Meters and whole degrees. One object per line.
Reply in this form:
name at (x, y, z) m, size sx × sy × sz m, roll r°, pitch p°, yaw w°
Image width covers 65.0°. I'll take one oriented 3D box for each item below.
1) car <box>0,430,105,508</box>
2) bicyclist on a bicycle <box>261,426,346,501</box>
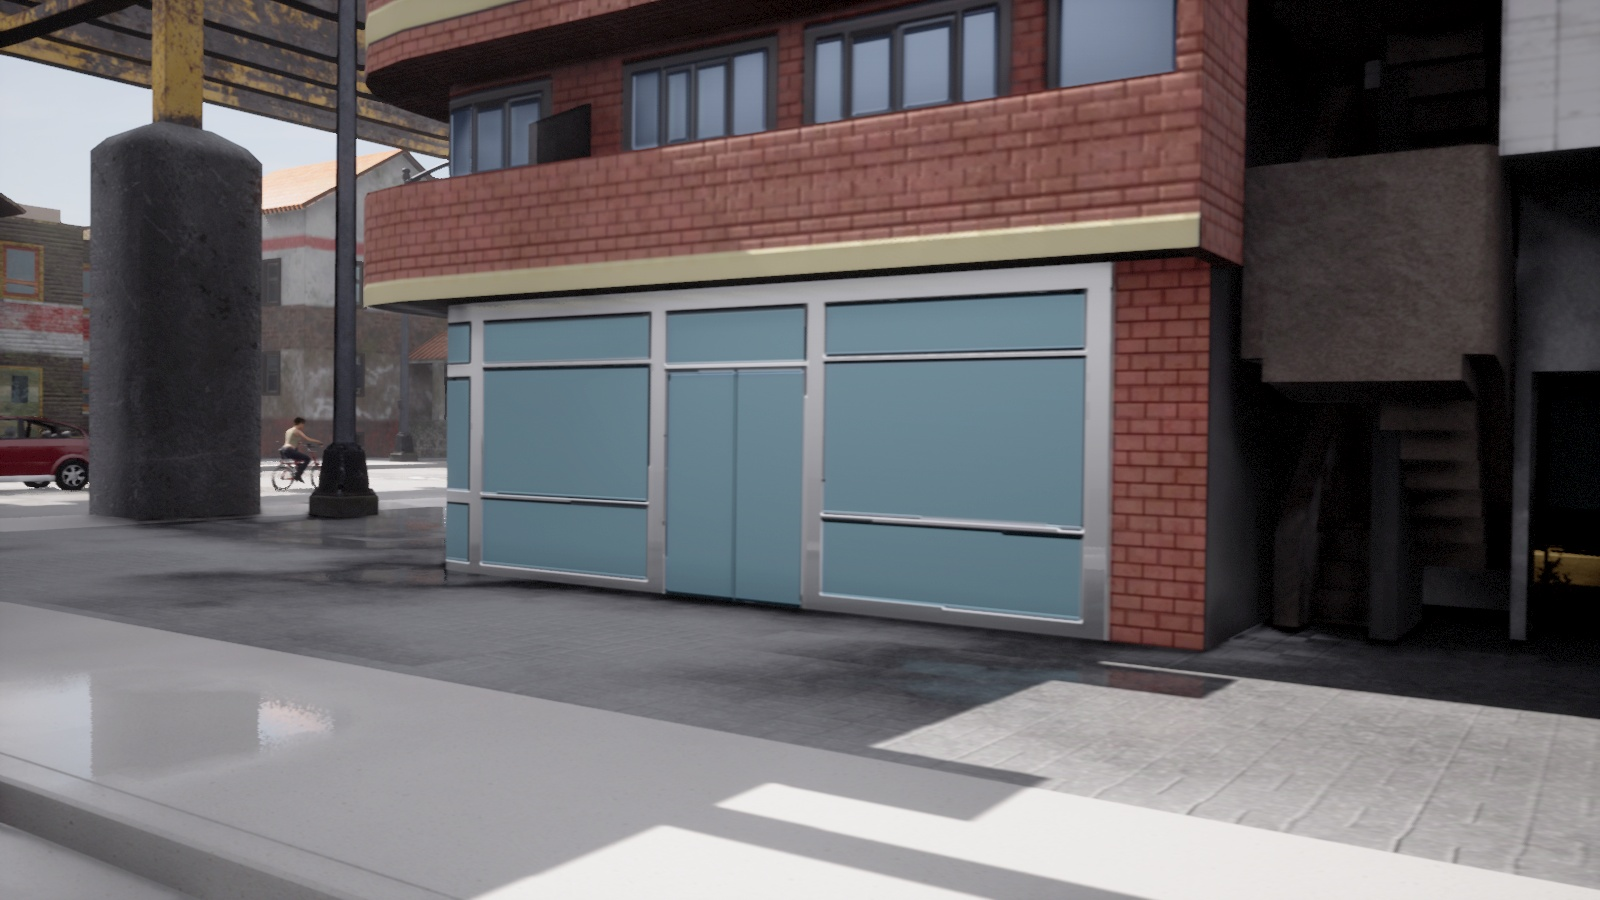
car at (-16.537, 0.379, 25.593) m, size 1.789 × 1.549 × 3.705 m, roll 0°, pitch 1°, yaw 33°
bicyclist on a bicycle at (-10.945, 0.276, 27.721) m, size 0.866 × 1.612 × 1.509 m, roll 0°, pitch 1°, yaw 34°
